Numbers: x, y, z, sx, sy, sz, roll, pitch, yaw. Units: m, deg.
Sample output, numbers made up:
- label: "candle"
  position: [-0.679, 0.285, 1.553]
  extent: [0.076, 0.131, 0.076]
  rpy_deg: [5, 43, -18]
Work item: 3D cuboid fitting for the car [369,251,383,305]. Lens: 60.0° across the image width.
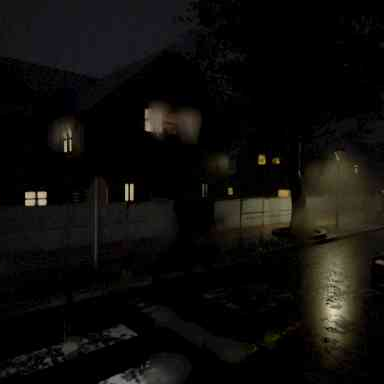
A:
- label: "car"
  position: [5.299, 1.427, 6.749]
  extent: [4.902, 1.511, 2.128]
  rpy_deg: [0, 2, -42]
